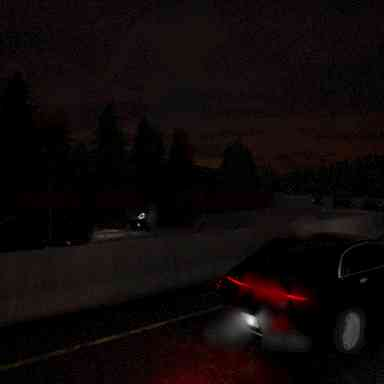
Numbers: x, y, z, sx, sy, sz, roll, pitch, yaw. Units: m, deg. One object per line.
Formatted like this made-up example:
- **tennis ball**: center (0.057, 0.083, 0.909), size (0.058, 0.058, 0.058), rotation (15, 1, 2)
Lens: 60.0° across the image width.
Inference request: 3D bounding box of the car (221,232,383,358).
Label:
- **car**: center (2.680, 1.509, 6.103), size (4.892, 1.490, 1.837), rotation (0, 0, -39)

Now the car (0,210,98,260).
- **car**: center (-6.265, 1.540, 12.620), size (4.892, 1.490, 1.837), rotation (0, 0, -38)

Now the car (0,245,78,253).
- **car**: center (-5.451, 1.591, 8.894), size (4.181, 1.385, 1.994), rotation (0, 0, -37)
